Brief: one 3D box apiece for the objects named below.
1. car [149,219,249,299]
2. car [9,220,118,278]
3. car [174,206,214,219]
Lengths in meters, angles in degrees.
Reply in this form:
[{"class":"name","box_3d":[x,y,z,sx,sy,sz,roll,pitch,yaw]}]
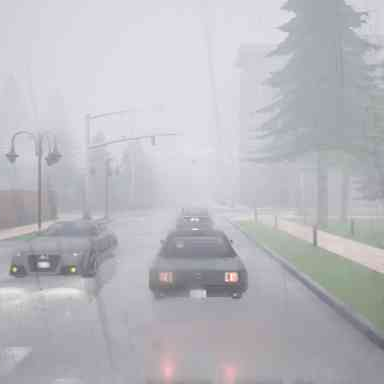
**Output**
[{"class":"car","box_3d":[0.119,1.601,8.388,1.895,1.301,4.718,0,0,0]},{"class":"car","box_3d":[-3.564,1.564,10.004,1.994,1.385,4.181,0,0,0]},{"class":"car","box_3d":[0.131,1.505,17.650,1.837,1.490,4.892,0,0,0]}]
